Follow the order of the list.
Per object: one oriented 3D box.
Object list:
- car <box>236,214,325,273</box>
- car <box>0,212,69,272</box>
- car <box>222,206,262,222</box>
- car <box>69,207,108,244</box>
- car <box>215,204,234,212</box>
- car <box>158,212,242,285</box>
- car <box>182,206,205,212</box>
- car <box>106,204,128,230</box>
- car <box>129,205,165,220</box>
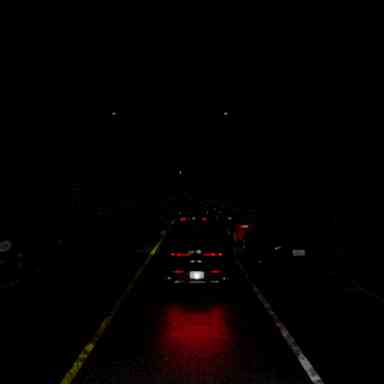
[{"bbox_3d":[2.756,1.614,10.642,1.947,1.339,4.313,-1,0,0],"label":"car"},{"bbox_3d":[-5.771,1.488,10.646,1.967,1.590,4.097,-1,0,0],"label":"car"},{"bbox_3d":[2.758,1.617,16.147,1.887,1.381,4.507,-1,0,0],"label":"car"},{"bbox_3d":[-5.767,1.638,16.151,1.947,1.339,4.313,-1,0,0],"label":"car"},{"bbox_3d":[2.760,1.642,21.652,1.887,1.381,4.507,-1,0,0],"label":"car"},{"bbox_3d":[0.104,1.548,9.578,1.837,1.490,4.892,0,0,0],"label":"car"},{"bbox_3d":[0.106,1.646,21.927,2.033,1.411,5.357,0,0,0],"label":"car"},{"bbox_3d":[-5.765,1.649,21.656,2.008,1.369,4.403,-1,0,0],"label":"car"},{"bbox_3d":[-2.990,1.267,24.781,2.033,1.411,5.357,0,0,0],"label":"car"}]
